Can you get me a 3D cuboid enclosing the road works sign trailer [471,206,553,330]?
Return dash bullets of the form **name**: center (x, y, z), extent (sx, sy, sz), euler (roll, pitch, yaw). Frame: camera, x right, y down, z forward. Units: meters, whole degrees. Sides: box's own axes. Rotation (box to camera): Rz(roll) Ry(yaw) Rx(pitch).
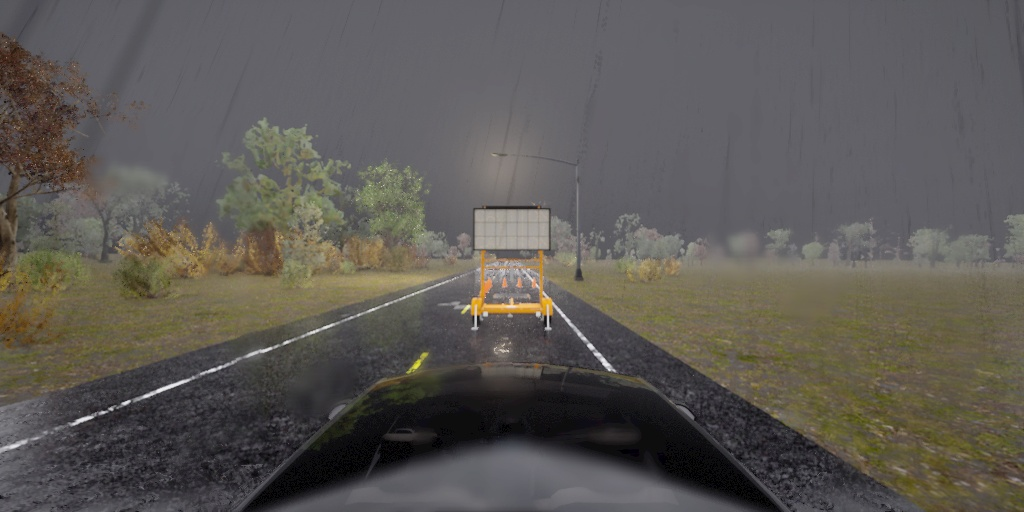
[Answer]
- **road works sign trailer**: center (-0.003, 0.241, 11.256), extent (2.380, 3.560, 2.880), euler (0, 0, 0)
